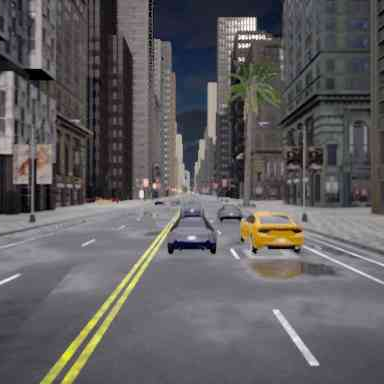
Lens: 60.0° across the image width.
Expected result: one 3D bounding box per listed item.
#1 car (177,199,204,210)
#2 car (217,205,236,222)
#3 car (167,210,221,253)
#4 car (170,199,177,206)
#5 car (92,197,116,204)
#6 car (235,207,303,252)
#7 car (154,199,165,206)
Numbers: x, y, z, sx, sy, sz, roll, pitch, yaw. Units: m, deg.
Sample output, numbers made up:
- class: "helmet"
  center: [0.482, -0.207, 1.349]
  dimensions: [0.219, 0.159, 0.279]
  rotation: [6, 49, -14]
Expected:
- class: "car"
  center: [0.010, 1.598, 29.074]
  dimensions: [2.097, 1.767, 4.553]
  rotation: [0, -1, 0]
- class: "car"
  center: [3.263, 1.815, 29.355]
  dimensions: [1.994, 1.385, 4.181]
  rotation: [0, 0, 0]
- class: "car"
  center: [0.006, 1.689, 14.339]
  dimensions: [1.994, 1.385, 4.181]
  rotation: [0, 0, 0]
- class: "car"
  center: [-3.234, 2.084, 66.268]
  dimensions: [2.033, 1.411, 5.357]
  rotation: [0, 0, 0]
- class: "car"
  center: [-23.816, 2.554, 90.076]
  dimensions: [4.829, 1.417, 1.752]
  rotation: [-1, 1, 0]
- class: "car"
  center: [3.259, 1.604, 14.484]
  dimensions: [1.882, 1.535, 5.008]
  rotation: [0, 0, 0]
- class: "car"
  center: [-6.482, 2.136, 66.428]
  dimensions: [1.895, 1.301, 4.718]
  rotation: [0, 0, 0]
